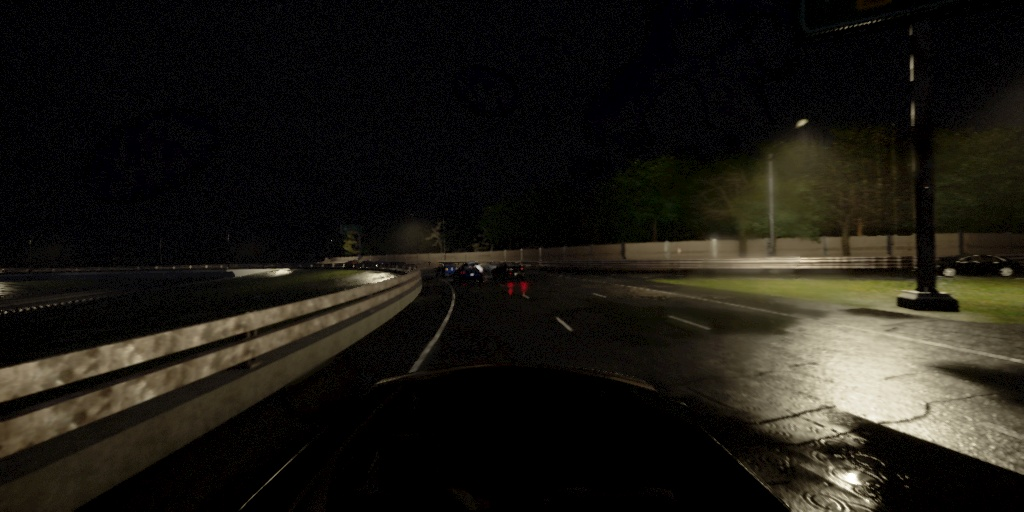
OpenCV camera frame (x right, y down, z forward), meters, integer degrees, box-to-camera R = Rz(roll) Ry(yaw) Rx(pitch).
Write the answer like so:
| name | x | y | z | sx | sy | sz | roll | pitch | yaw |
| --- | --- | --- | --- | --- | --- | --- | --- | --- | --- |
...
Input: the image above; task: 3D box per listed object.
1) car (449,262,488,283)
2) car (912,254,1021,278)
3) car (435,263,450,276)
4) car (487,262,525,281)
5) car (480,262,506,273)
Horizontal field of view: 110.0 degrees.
| name | x | y | z | sx | sy | sz | roll | pitch | yaw |
| --- | --- | --- | --- | --- | --- | --- | --- | --- | --- |
| car | -3.683 | 1.405 | 29.744 | 1.994 | 1.385 | 4.181 | -1 | 0 | -18 |
| car | 29.510 | 0.637 | 23.420 | 4.892 | 1.490 | 1.837 | -1 | 0 | 12 |
| car | -7.344 | 1.471 | 40.474 | 2.033 | 1.411 | 5.357 | -1 | 0 | -23 |
| car | -0.401 | 1.263 | 30.917 | 2.128 | 1.511 | 4.902 | -1 | 0 | -18 |
| car | -2.544 | 1.424 | 47.017 | 1.895 | 1.301 | 4.718 | -1 | 0 | -24 |
